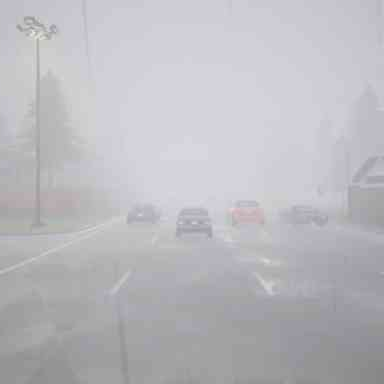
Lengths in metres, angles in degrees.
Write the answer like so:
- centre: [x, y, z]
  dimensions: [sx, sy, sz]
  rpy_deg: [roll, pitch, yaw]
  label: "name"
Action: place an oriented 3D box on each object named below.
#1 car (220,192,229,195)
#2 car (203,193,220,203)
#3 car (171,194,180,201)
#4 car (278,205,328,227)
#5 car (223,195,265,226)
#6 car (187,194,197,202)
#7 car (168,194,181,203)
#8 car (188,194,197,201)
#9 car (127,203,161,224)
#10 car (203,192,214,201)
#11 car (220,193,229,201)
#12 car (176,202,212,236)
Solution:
- centre: [7.009, 0.929, 72.715]
  dimensions: [2.150, 2.045, 5.566]
  rpy_deg: [0, 0, 0]
  label: "car"
- centre: [3.507, 1.172, 61.822]
  dimensions: [2.097, 1.767, 4.553]
  rpy_deg: [0, 0, 0]
  label: "car"
- centre: [-3.492, 1.164, 71.856]
  dimensions: [1.812, 1.442, 4.674]
  rpy_deg: [0, 0, 0]
  label: "car"
- centre: [7.102, 1.537, 21.821]
  dimensions: [1.895, 1.301, 4.718]
  rpy_deg: [0, 0, 0]
  label: "car"
- centre: [3.603, 1.284, 23.088]
  dimensions: [2.097, 1.767, 4.553]
  rpy_deg: [0, 0, 0]
  label: "car"
- centre: [0.007, 1.369, 61.438]
  dimensions: [2.033, 1.411, 5.357]
  rpy_deg: [0, 0, 0]
  label: "car"
- centre: [-3.493, 1.369, 61.438]
  dimensions: [2.033, 1.411, 5.357]
  rpy_deg: [0, 0, 0]
  label: "car"
- centre: [0.008, 1.117, 71.856]
  dimensions: [1.882, 1.535, 5.008]
  rpy_deg: [0, 0, 0]
  label: "car"
- centre: [-3.398, 1.494, 24.030]
  dimensions: [1.994, 1.385, 4.181]
  rpy_deg: [0, 0, 0]
  label: "car"
- centre: [3.508, 0.995, 71.825]
  dimensions: [2.097, 1.767, 4.553]
  rpy_deg: [0, 0, 0]
  label: "car"
- centre: [7.007, 1.381, 62.914]
  dimensions: [1.994, 1.385, 4.181]
  rpy_deg: [0, 0, 0]
  label: "car"
- centre: [0.103, 1.495, 18.003]
  dimensions: [2.033, 1.411, 5.357]
  rpy_deg: [0, 0, 0]
  label: "car"
